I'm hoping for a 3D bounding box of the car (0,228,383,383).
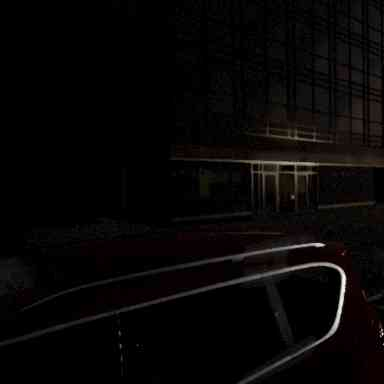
[{"bbox_3d":[-0.789,1.301,1.961,5.009,1.841,2.192,-2,1,-35],"label":"car"}]
